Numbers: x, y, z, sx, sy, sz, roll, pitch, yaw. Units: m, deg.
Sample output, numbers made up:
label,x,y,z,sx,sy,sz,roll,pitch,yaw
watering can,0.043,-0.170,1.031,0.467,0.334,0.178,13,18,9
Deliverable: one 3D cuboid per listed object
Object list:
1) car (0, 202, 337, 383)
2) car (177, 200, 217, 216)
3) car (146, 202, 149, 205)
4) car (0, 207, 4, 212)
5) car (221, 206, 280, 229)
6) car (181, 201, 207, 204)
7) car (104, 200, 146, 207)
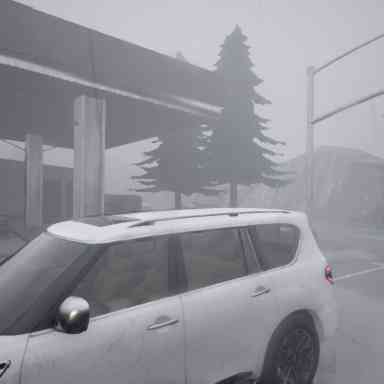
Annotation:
label,x,y,z,sx,sy,sz,roll,pitch,yaw
car,-0.746,1.256,3.520,5.566,2.045,2.150,-1,0,-36
car,0.490,1.718,36.700,1.837,1.490,4.892,1,0,-35
car,-6.511,1.652,40.240,1.812,1.442,4.674,1,0,-35
car,-11.583,1.521,18.528,2.242,1.667,4.611,1,0,-36
car,4.267,1.816,24.911,1.994,1.385,4.181,1,0,-35
car,-0.648,1.720,31.911,1.812,1.442,4.674,1,0,-35
car,-4.453,1.446,18.318,1.905,1.878,3.866,1,0,-36
